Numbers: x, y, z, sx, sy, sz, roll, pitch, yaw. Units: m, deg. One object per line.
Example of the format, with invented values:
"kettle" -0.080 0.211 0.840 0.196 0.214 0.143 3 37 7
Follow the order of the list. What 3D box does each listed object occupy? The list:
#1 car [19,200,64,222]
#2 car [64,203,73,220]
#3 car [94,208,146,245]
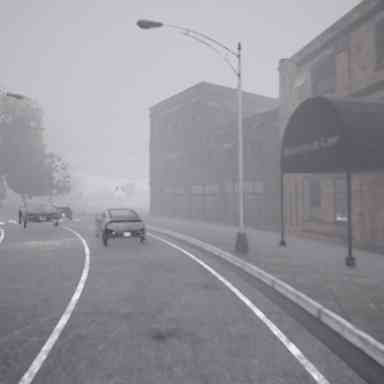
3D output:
"car" -9.411 1.190 20.228 1.882 1.535 5.008 0 -1 -31
"car" -12.144 1.719 29.764 1.837 1.490 4.892 0 -1 -36
"car" -3.506 1.523 15.807 2.128 1.511 4.902 0 0 -21
